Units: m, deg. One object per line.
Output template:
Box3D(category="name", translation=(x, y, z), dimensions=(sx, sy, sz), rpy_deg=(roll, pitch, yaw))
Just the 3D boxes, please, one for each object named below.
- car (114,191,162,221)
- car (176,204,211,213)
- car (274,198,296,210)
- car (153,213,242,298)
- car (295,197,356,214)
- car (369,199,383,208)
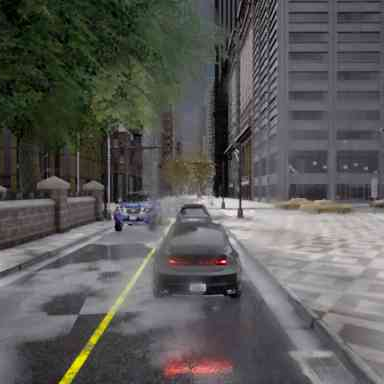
Box3D(category="car", translation=(-2.967, 0.950, 19.447), dimensions=(2.150, 2.045, 5.566), rpy_deg=(0, 0, 0))
Box3D(category="car", translation=(0.098, 1.437, 18.651), dimensions=(2.033, 1.649, 4.856), rpy_deg=(0, 0, 1))
Box3D(category="car", translation=(12.104, 1.322, 39.106), dimensions=(4.829, 1.417, 1.752), rpy_deg=(-1, 1, 0))
Box3D(category="car", translation=(0.113, 1.506, 8.521), dimensions=(1.837, 1.490, 4.892), rpy_deg=(0, 0, 0))
Box3D(category="car", translation=(12.406, 1.336, 30.579), dimensions=(4.829, 1.417, 1.752), rpy_deg=(-1, 1, 0))
Box3D(category="car", translation=(23.445, 1.137, 39.043), dimensions=(4.829, 1.417, 1.752), rpy_deg=(-1, 1, 0))
